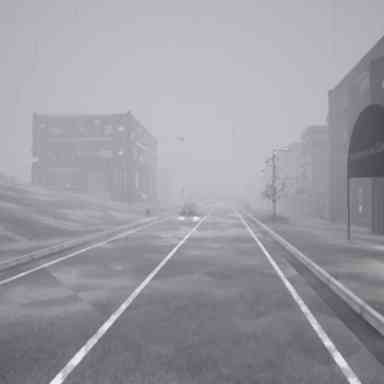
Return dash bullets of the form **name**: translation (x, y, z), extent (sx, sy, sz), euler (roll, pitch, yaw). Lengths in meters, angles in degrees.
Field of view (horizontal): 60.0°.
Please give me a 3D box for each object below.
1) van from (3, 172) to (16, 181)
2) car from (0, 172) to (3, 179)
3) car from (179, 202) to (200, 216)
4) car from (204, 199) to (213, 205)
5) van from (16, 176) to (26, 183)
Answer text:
- **van**: translation (-30.891, -2.145, 54.134), extent (1.878, 1.987, 4.442), euler (1, -3, -10)
- **car**: translation (-29.941, -2.181, 48.537), extent (2.002, 1.452, 4.674), euler (1, -3, -9)
- **car**: translation (-0.232, 1.819, 36.083), extent (1.837, 1.490, 4.892), euler (0, -1, 6)
- **car**: translation (3.882, 2.353, 76.361), extent (1.994, 1.385, 4.181), euler (0, -1, 6)
- **van**: translation (-31.959, -1.830, 59.560), extent (1.878, 1.987, 4.442), euler (1, -3, -11)
